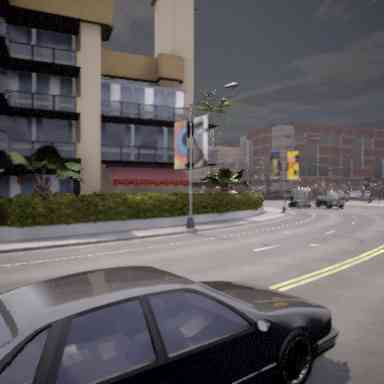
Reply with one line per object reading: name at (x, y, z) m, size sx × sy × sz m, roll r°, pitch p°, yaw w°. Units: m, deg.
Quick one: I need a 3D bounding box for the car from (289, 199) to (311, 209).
car at (15.810, 1.728, 48.664) m, size 1.994 × 1.385 × 4.181 m, roll 0°, pitch 0°, yaw -5°

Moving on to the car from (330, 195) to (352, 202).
car at (36.017, 1.500, 80.620) m, size 2.185 × 1.767 × 4.553 m, roll 0°, pitch 0°, yaw -22°

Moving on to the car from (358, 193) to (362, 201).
car at (43.036, 1.646, 83.531) m, size 1.816 × 1.474 × 4.193 m, roll 0°, pitch 0°, yaw -22°

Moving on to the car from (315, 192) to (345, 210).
car at (19.381, 1.372, 46.988) m, size 2.150 × 2.045 × 5.566 m, roll 0°, pitch -1°, yaw -2°

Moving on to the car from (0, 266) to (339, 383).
car at (-0.654, 1.566, 3.480) m, size 5.357 × 1.411 × 2.033 m, roll 0°, pitch 0°, yaw -37°
